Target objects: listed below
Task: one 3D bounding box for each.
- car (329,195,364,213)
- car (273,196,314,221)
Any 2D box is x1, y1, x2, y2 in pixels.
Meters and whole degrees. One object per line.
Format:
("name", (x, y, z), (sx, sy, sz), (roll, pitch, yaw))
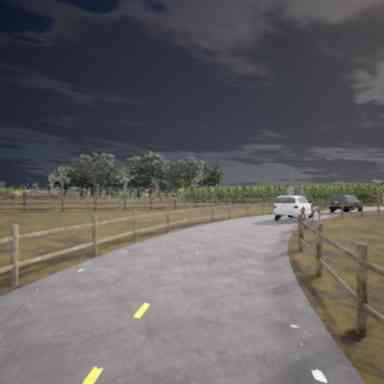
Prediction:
("car", (18.387, 1.367, 39.587), (5.566, 2.045, 2.150), (0, -1, -43))
("car", (8.679, 1.322, 28.196), (2.150, 2.045, 5.566), (-1, -1, 34))
